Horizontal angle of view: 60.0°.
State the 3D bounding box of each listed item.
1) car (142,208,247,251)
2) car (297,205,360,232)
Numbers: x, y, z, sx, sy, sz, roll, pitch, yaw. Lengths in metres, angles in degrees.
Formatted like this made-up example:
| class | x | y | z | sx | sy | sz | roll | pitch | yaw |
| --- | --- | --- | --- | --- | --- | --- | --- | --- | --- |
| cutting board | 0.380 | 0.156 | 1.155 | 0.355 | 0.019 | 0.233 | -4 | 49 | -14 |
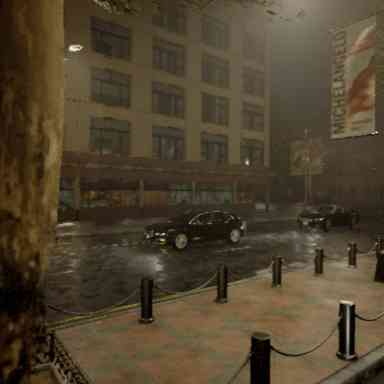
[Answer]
| class | x | y | z | sx | sy | sz | roll | pitch | yaw |
| --- | --- | --- | --- | --- | --- | --- | --- | --- | --- |
| car | 0.229 | 1.496 | 14.289 | 4.892 | 1.490 | 1.837 | 0 | 0 | -37 |
| car | 8.440 | 1.541 | 20.483 | 4.902 | 1.511 | 2.128 | 0 | 0 | -37 |
